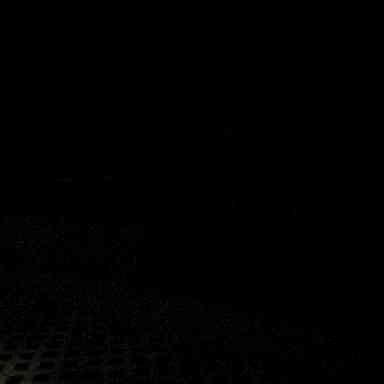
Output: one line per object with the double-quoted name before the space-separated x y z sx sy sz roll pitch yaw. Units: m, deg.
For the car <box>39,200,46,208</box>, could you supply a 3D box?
"car" -20.444 1.705 46.346 1.895 1.301 4.718 0 0 2
